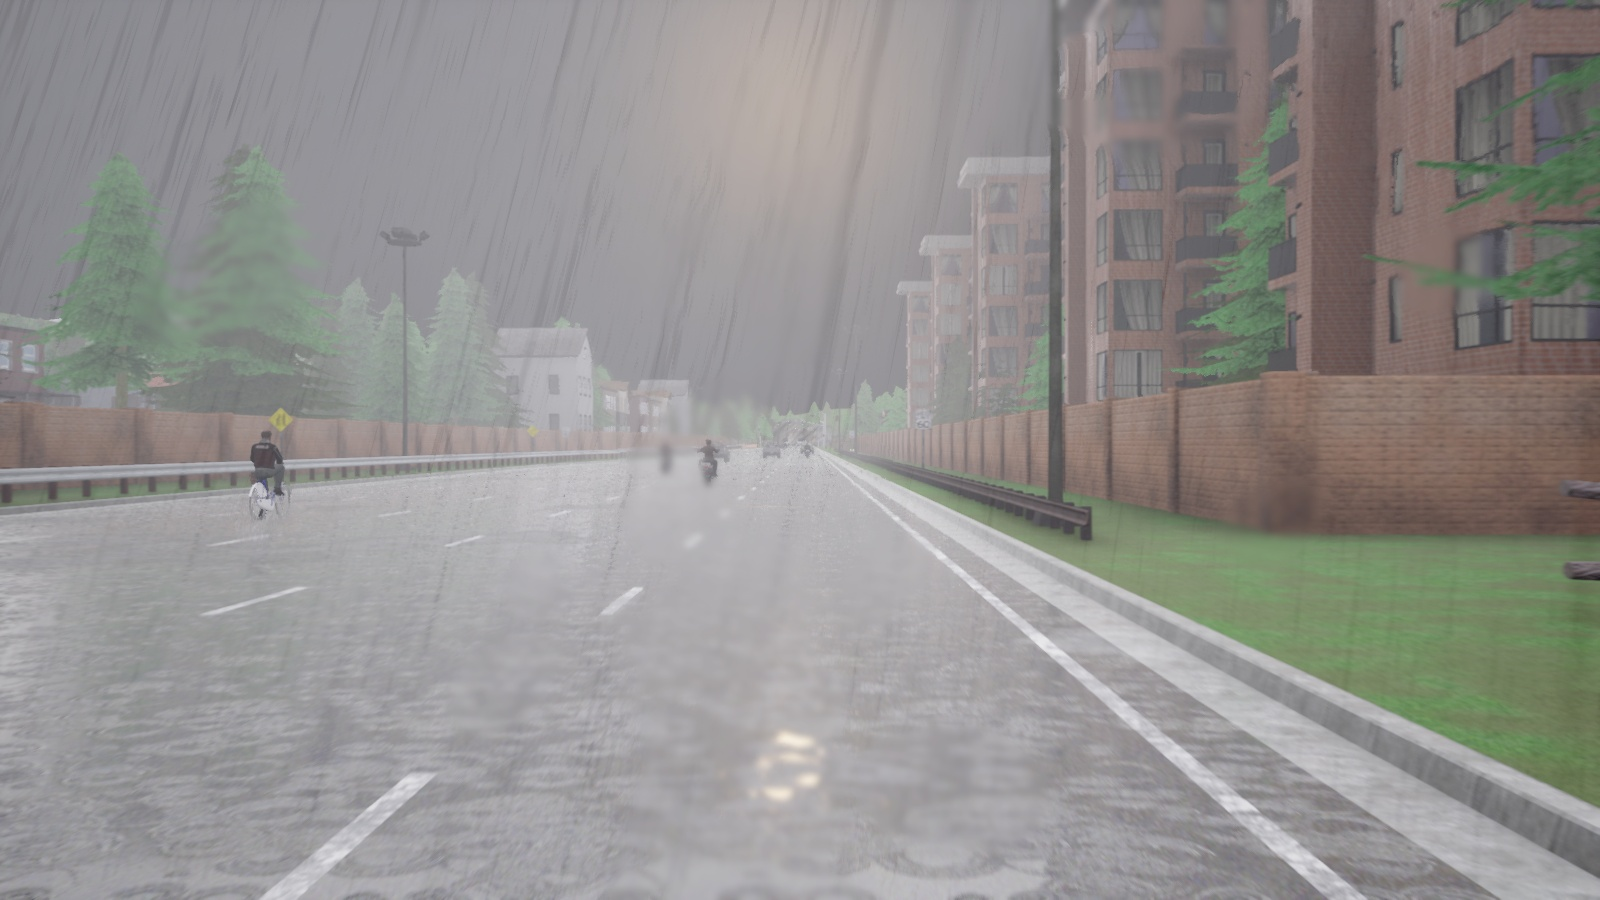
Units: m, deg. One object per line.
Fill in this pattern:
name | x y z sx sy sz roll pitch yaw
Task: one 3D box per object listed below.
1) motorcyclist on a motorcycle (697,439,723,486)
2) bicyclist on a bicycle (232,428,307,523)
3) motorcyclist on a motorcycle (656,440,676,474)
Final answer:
motorcyclist on a motorcycle | -3.228 0.443 45.118 0.766 1.649 2.350 0 0 0
bicyclist on a bicycle | -10.345 0.472 24.554 0.659 1.776 1.843 0 1 0
motorcyclist on a motorcycle | -6.631 0.345 62.243 0.766 1.649 2.350 0 0 0
